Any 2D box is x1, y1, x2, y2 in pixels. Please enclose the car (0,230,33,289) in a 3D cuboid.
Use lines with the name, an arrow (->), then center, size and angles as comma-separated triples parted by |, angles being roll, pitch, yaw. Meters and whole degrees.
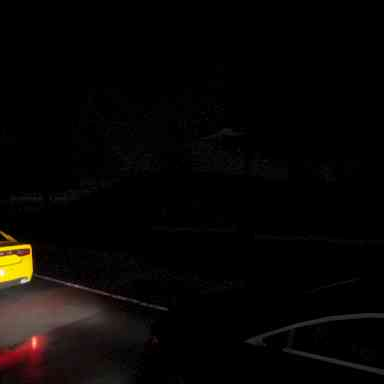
car -> -5.867, 1.468, 8.023 | 5.008, 1.535, 1.882 | 0, 0, 35

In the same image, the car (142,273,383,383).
car -> 1.732, 1.492, 2.772 | 4.902, 1.511, 2.128 | 0, 0, 35
